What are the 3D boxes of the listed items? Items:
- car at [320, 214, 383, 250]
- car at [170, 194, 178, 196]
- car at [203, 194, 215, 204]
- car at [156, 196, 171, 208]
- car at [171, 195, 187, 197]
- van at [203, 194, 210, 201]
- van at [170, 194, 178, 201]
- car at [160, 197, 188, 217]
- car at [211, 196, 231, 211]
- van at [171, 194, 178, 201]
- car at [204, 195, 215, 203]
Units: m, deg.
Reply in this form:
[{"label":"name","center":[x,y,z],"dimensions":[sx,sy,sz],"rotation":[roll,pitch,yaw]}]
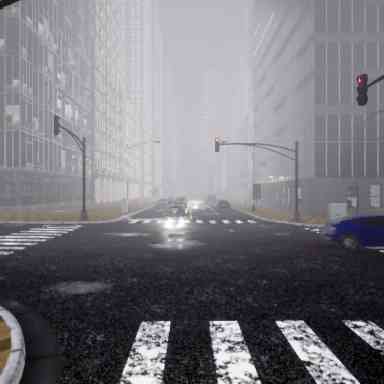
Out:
[{"label":"car","center":[7.948,1.695,14.092],"dimensions":[4.674,1.442,1.812],"rotation":[1,1,17]},{"label":"car","center":[-4.264,1.564,63.850],"dimensions":[1.947,1.339,4.313],"rotation":[0,0,0]},{"label":"car","center":[3.616,1.313,63.903],"dimensions":[2.192,1.841,5.009],"rotation":[0,0,0]},{"label":"car","center":[-4.150,1.592,47.267],"dimensions":[1.802,1.307,4.206],"rotation":[0,0,0]},{"label":"car","center":[-1.683,1.536,47.393],"dimensions":[1.812,1.442,4.674],"rotation":[0,0,0]},{"label":"van","center":[3.502,1.321,80.486],"dimensions":[1.690,1.788,3.998],"rotation":[0,0,0]},{"label":"van","center":[-4.378,1.321,80.432],"dimensions":[1.690,1.788,3.998],"rotation":[0,0,0]},{"label":"car","center":[-1.569,1.509,31.762],"dimensions":[2.128,1.511,4.902],"rotation":[0,0,-1]},{"label":"car","center":[3.817,1.579,41.795],"dimensions":[1.947,1.339,4.313],"rotation":[0,0,0]},{"label":"van","center":[-4.416,1.315,85.960],"dimensions":[1.690,1.788,3.998],"rotation":[0,0,0]},{"label":"car","center":[3.578,1.432,69.432],"dimensions":[1.967,1.590,4.097],"rotation":[0,0,0]}]
